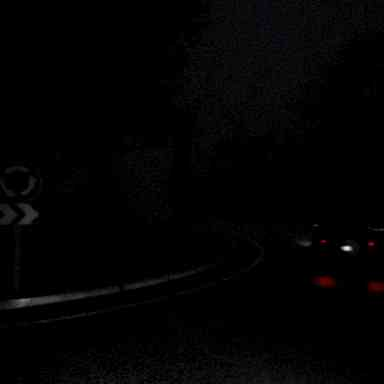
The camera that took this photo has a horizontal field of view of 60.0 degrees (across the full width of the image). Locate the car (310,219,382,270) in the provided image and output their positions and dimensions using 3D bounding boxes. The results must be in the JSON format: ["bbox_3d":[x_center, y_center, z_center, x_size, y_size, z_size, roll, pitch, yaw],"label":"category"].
[{"bbox_3d":[5.262,1.651,11.684,1.994,1.385,4.181,1,0,20],"label":"car"}]
